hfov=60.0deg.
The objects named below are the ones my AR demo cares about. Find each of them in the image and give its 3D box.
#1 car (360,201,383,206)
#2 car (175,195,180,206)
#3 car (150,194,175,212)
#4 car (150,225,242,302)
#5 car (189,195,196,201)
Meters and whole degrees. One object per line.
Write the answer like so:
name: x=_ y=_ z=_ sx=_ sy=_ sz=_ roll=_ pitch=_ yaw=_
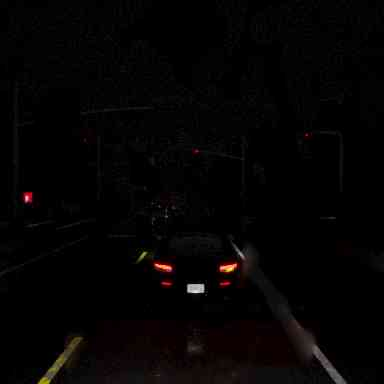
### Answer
car: x=15.574 y=1.528 z=28.695 sx=5.357 sy=1.411 sz=2.033 roll=0 pitch=0 yaw=-6
car: x=-3.521 y=1.492 z=54.915 sx=2.128 sy=1.511 sz=4.902 roll=0 pitch=0 yaw=0
car: x=-3.549 y=1.220 z=38.772 sx=2.150 sy=2.045 sz=5.566 roll=0 pitch=0 yaw=0
car: x=0.083 y=1.526 z=8.137 sx=1.812 sy=1.442 sz=4.674 roll=0 pitch=0 yaw=0
car: x=0.099 y=1.525 z=80.931 sx=2.128 sy=1.511 sz=4.902 roll=0 pitch=0 yaw=0
